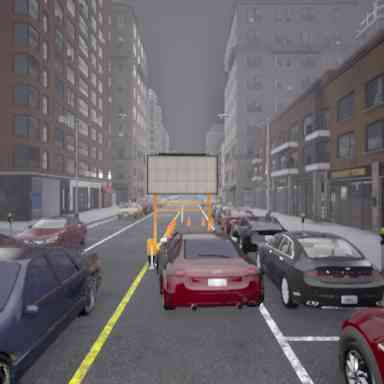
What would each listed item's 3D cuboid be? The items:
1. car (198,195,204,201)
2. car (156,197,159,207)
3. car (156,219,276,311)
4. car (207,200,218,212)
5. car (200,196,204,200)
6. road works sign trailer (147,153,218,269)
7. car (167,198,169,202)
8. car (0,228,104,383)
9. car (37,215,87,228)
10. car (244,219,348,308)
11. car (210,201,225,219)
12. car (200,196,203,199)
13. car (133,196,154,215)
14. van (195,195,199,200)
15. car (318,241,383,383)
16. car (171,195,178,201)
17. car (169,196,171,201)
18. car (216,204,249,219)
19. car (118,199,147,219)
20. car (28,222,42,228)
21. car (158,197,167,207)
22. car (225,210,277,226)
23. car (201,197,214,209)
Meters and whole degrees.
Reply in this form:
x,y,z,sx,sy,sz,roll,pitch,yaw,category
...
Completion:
x,y,z,sx,sy,sz,roll,pitch,yaw,category
2.524,1.581,57.398,1.967,1.590,4.097,0,0,0,car
-5.469,1.681,40.818,1.802,1.307,4.206,0,0,0,car
0.209,1.573,7.879,1.994,1.385,4.181,1,0,-7,car
2.578,1.652,29.803,1.802,1.307,4.206,0,0,0,car
2.546,1.664,46.360,2.008,1.369,4.403,0,0,0,car
-0.337,0.488,11.341,2.380,3.560,2.880,0,0,-6,road works sign trailer
-5.501,1.666,57.203,1.752,1.417,4.829,0,0,0,car
-2.759,1.557,4.792,2.033,1.411,5.357,0,0,0,car
-5.414,1.610,13.227,1.802,1.307,4.206,0,0,0,car
2.622,1.566,7.728,2.008,1.369,4.403,0,0,0,car
2.589,1.607,24.284,2.008,1.369,4.403,0,0,0,car
2.535,1.709,51.879,1.802,1.307,4.206,0,0,0,car
-5.458,1.399,35.300,2.192,1.841,5.009,0,0,0,car
2.460,1.565,89.998,1.690,1.788,3.998,0,0,0,van
2.633,1.444,2.210,1.967,1.590,4.097,0,0,0,car
-5.565,1.774,89.973,2.008,1.369,4.403,0,0,0,car
-5.512,1.706,62.892,2.008,1.369,4.403,0,0,0,car
2.600,1.586,18.765,1.887,1.381,4.507,0,0,0,car
-5.442,1.595,29.614,1.752,1.417,4.829,0,0,0,car
-5.403,1.597,7.709,1.802,1.307,4.206,0,0,0,car
-5.490,1.567,51.856,1.967,1.590,4.097,0,0,0,car
2.611,1.594,13.247,1.947,1.339,4.313,0,0,0,car
2.556,1.649,40.841,2.008,1.369,4.403,0,0,0,car
